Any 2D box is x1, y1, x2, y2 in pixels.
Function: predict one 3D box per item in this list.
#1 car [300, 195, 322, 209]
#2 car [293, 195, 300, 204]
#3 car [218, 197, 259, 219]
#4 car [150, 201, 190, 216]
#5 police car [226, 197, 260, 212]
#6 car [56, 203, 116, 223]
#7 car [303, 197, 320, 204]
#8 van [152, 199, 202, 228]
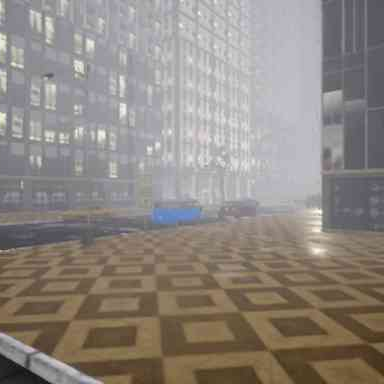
[{"bbox_3d":[17.626,1.396,47.038,2.192,1.841,5.009,0,0,38],"label":"car"},{"bbox_3d":[21.560,1.424,65.073,2.192,1.841,5.009,0,0,38],"label":"car"},{"bbox_3d":[4.056,1.502,29.399,1.967,1.590,4.097,0,0,38],"label":"car"},{"bbox_3d":[-2.189,1.650,34.205,1.802,1.307,4.206,0,0,38],"label":"car"},{"bbox_3d":[6.426,1.499,41.194,1.930,1.638,5.238,0,0,38],"label":"police car"},{"bbox_3d":[-8.296,1.588,26.481,1.752,1.417,4.829,0,0,38],"label":"car"},{"bbox_3d":[24.953,1.668,69.481,2.008,1.369,4.403,0,0,38],"label":"car"},{"bbox_3d":[-0.906,1.398,22.769,1.690,1.788,3.998,0,0,38],"label":"van"}]
